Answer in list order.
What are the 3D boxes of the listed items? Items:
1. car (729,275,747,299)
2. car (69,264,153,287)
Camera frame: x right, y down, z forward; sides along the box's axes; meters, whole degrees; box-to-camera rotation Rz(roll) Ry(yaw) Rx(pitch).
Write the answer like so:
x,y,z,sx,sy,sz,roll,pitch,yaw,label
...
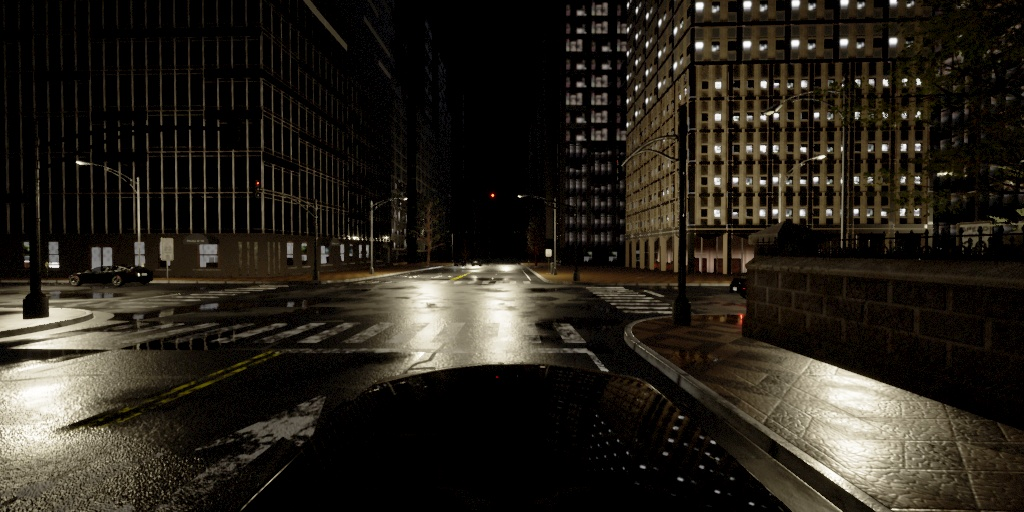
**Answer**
x,y,z,sx,sy,sz,roll,pitch,yaw,label
12.443,1.326,16.216,4.674,1.442,1.812,0,1,2,car
-25.602,1.208,23.007,4.313,1.339,1.948,0,0,2,car
